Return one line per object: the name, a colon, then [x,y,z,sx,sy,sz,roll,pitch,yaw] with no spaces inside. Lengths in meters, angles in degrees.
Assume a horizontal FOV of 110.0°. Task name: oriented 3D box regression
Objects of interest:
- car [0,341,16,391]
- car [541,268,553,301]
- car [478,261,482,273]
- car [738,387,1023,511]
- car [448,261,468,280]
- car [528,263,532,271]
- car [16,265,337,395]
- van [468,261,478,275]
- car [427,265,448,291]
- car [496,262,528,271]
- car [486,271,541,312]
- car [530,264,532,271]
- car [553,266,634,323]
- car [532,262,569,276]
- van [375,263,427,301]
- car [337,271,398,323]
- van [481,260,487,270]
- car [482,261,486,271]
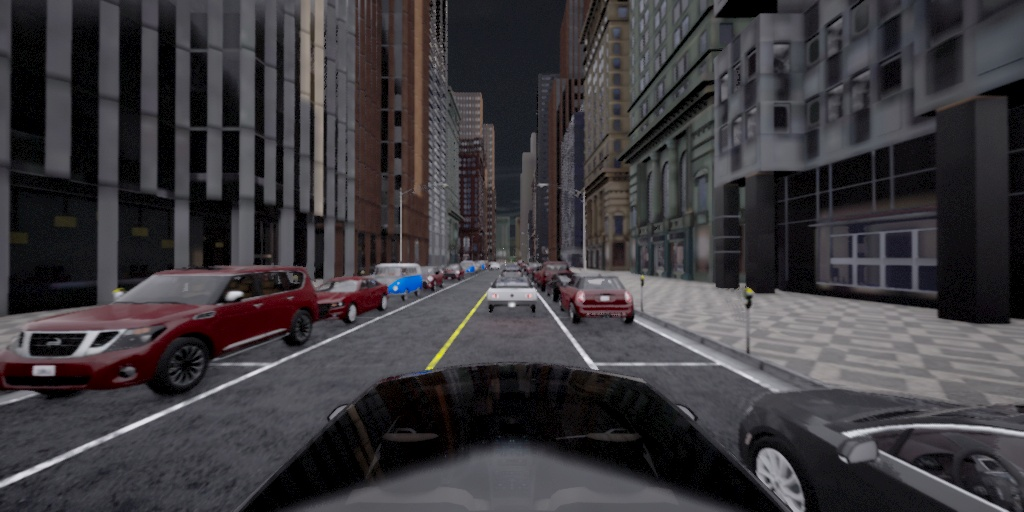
car: [-5.763,1.312,1.289,1.948,1.339,4.313,0,0,0]
car: [2.761,1.487,18.208,1.948,1.339,4.313,0,0,0]
car: [-5.768,1.801,51.846,1.751,1.417,4.829,0,0,0]
car: [2.762,1.296,1.300,2.007,1.370,4.403,0,0,0]
car: [-5.766,1.538,35.107,1.967,1.591,4.097,0,0,0]
car: [2.759,1.664,35.117,1.948,1.339,4.313,0,0,0]
car: [-5.763,1.119,6.925,2.192,1.841,5.009,0,0,0]
van: [-5.767,1.557,46.380,1.690,1.789,3.998,0,0,0]
car: [-5.765,1.420,23.834,1.967,1.591,4.097,0,0,0]
car: [0.018,1.541,30.351,2.128,1.511,4.902,0,0,0]
car: [0.015,1.490,15.092,1.895,1.301,4.718,0,-1,0]
car: [2.759,1.584,29.481,1.888,1.381,4.507,0,0,0]
car: [2.761,1.303,12.572,1.967,1.591,4.097,0,0,0]
car: [2.760,1.295,23.845,2.192,1.841,5.009,0,0,0]
van: [-5.764,1.263,18.198,1.690,1.789,3.998,0,0,0]
car: [-5.764,1.408,12.561,1.888,1.381,4.507,0,0,0]
van: [-5.769,1.738,63.288,1.690,1.789,3.998,0,0,0]
car: [-5.769,1.886,57.652,2.007,1.370,4.403,0,0,0]
